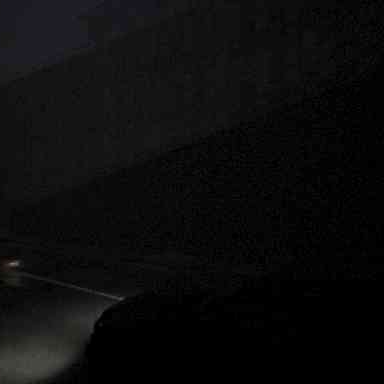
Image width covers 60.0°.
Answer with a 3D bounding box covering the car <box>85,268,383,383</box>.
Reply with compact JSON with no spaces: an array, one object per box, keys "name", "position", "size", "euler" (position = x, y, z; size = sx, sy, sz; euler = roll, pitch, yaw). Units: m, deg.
[{"name":"car","position":[0.936,1.536,3.316],"size":[4.674,1.442,1.812],"euler":[0,0,36]}]
